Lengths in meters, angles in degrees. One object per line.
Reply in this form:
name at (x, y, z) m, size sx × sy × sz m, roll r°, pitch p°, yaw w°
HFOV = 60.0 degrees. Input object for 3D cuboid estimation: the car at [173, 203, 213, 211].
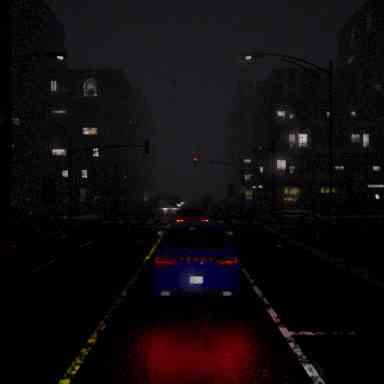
car at (0.070, 1.525, 17.973) m, size 1.812 × 1.442 × 4.674 m, roll 0°, pitch 0°, yaw 1°

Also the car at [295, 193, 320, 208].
car at (14.499, 1.012, 38.206) m, size 5.009 × 1.841 × 2.192 m, roll -1°, pitch 1°, yaw -1°

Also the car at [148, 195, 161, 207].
car at (-5.772, 1.576, 51.858) m, size 1.947 × 1.339 × 4.313 m, roll 0°, pitch 0°, yaw 0°

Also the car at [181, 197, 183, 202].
car at (-3.167, 1.368, 60.823) m, size 2.097 × 1.767 × 4.553 m, roll 0°, pitch 0°, yaw 0°

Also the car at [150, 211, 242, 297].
car at (0.090, 1.477, 8.632) m, size 1.882 × 1.535 × 5.008 m, roll 0°, pitch 0°, yaw 0°

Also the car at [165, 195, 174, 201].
car at (-5.827, 1.474, 85.953) m, size 1.967 × 1.590 × 4.097 m, roll 0°, pitch 0°, yaw 0°

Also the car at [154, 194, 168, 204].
car at (-5.791, 1.332, 63.223) m, size 2.192 × 1.841 × 5.009 m, roll 0°, pitch 0°, yaw 0°

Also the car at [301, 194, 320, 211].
car at (14.727, 1.202, 35.637) m, size 4.892 × 1.490 × 1.837 m, roll -1°, pitch 0°, yaw -1°

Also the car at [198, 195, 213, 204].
car at (2.598, 1.454, 57.556) m, size 1.967 × 1.590 × 4.097 m, roll 0°, pitch 0°, yaw 0°

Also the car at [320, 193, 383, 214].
car at (14.647, 1.027, 29.828) m, size 5.009 × 1.841 × 2.192 m, roll -1°, pitch 1°, yaw -1°

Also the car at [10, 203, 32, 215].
car at (-18.041, 1.800, 32.102) m, size 4.902 × 1.511 × 2.128 m, roll -1°, pitch 0°, yaw -1°

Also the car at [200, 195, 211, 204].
car at (2.590, 1.457, 63.238) m, size 1.967 × 1.590 × 4.097 m, roll 0°, pitch 0°, yaw 0°

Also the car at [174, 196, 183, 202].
car at (-3.122, 1.619, 76.440) m, size 1.895 × 1.301 × 4.718 m, roll 0°, pitch 0°, yaw 0°

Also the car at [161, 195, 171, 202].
car at (-5.809, 1.465, 74.588) m, size 1.967 × 1.590 × 4.097 m, roll 0°, pitch 0°, yaw 0°

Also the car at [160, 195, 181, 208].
car at (-3.158, 1.557, 49.230) m, size 2.033 × 1.411 × 5.357 m, roll 0°, pitch 0°, yaw -1°

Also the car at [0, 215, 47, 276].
car at (-5.756, 1.581, 9.834) m, size 1.802 × 1.307 × 4.206 m, roll 0°, pitch 0°, yaw 0°
